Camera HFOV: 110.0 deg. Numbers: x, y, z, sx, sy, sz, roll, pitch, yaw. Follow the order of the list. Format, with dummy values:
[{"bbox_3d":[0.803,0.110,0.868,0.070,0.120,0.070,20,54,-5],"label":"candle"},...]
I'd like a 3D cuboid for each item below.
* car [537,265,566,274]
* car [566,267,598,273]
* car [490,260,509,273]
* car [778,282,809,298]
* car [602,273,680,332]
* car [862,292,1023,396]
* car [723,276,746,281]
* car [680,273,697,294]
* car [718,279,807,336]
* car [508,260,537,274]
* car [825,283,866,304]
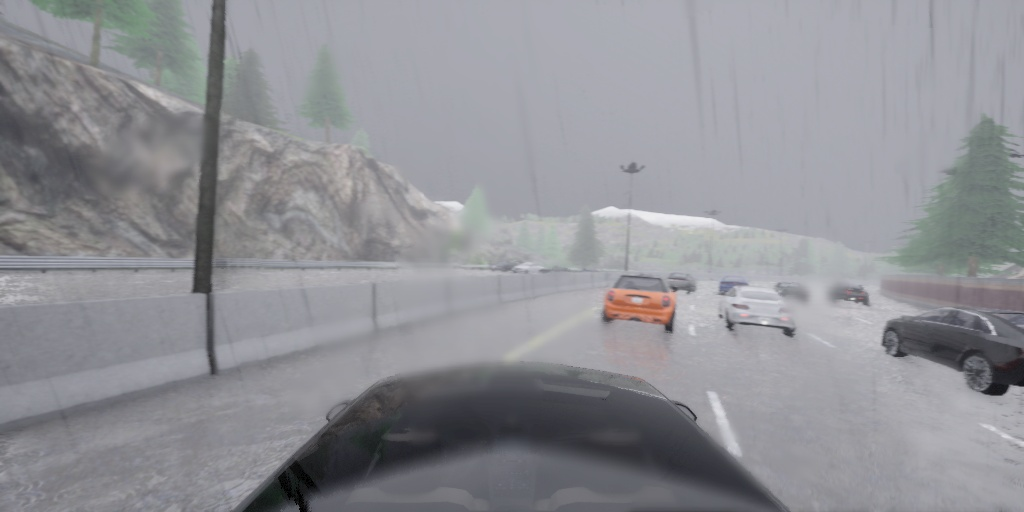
[{"bbox_3d":[5.211,1.739,41.628,1.895,1.301,4.718,3,0,35],"label":"car"},{"bbox_3d":[8.181,1.914,39.772,1.895,1.301,4.718,3,0,35],"label":"car"},{"bbox_3d":[-0.843,1.281,45.146,2.128,1.511,4.902,3,0,35],"label":"car"},{"bbox_3d":[20.546,2.612,26.605,1.895,1.301,4.718,3,0,34],"label":"car"},{"bbox_3d":[4.635,1.396,12.624,2.097,1.767,4.553,3,0,25],"label":"car"},{"bbox_3d":[9.913,1.837,7.444,2.128,1.511,4.902,3,0,24],"label":"car"},{"bbox_3d":[17.521,2.314,28.320,1.882,1.535,5.008,3,0,33],"label":"car"},{"bbox_3d":[13.283,2.078,28.184,2.128,1.511,4.902,3,0,33],"label":"car"},{"bbox_3d":[8.580,1.803,12.799,1.812,1.442,4.674,3,0,26],"label":"car"},{"bbox_3d":[1.896,1.471,42.963,1.812,1.442,4.674,3,0,35],"label":"car"},{"bbox_3d":[24.872,2.771,26.701,1.837,1.490,4.892,3,0,35],"label":"car"}]
